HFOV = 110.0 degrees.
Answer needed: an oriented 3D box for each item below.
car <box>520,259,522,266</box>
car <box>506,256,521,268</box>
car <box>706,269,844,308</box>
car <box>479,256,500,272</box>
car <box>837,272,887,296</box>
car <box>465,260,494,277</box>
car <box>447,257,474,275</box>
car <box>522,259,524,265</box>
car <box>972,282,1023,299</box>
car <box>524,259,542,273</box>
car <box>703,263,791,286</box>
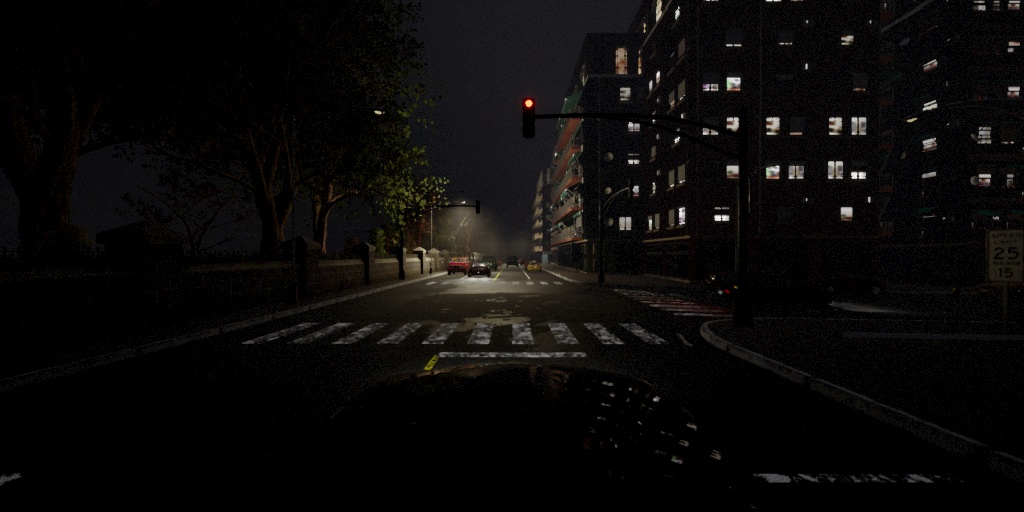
[{"bbox_3d":[2.749,1.316,55.310,2.007,1.370,4.403,0,0,0],"label":"car"},{"bbox_3d":[0.068,0.993,63.637,2.150,2.045,5.566,0,0,0],"label":"car"},{"bbox_3d":[11.878,1.525,16.427,4.674,1.442,1.812,1,0,2],"label":"car"},{"bbox_3d":[-3.062,0.974,47.486,2.150,2.045,5.566,0,1,-1],"label":"car"},{"bbox_3d":[20.316,1.671,22.118,4.507,1.381,1.888,0,0,0],"label":"car"},{"bbox_3d":[-3.064,1.317,34.685,1.994,1.385,4.181,0,0,0],"label":"car"},{"bbox_3d":[-5.649,1.069,38.713,2.192,1.841,5.009,0,0,0],"label":"car"},{"bbox_3d":[2.743,1.306,49.774,1.888,1.381,4.507,0,0,0],"label":"car"},{"bbox_3d":[31.538,1.857,22.141,4.829,1.417,1.751,0,0,0],"label":"car"},{"bbox_3d":[2.737,1.283,44.409,1.751,1.417,4.829,0,0,0],"label":"car"},{"bbox_3d":[14.621,1.338,22.106,5.009,1.841,2.192,0,0,0],"label":"car"}]
